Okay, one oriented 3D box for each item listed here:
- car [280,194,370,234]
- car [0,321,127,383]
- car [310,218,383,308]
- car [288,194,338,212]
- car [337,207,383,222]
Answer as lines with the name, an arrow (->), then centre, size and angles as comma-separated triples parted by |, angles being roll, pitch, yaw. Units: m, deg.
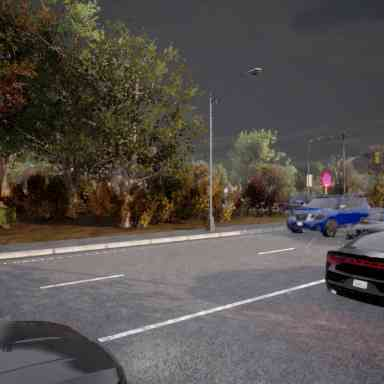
car -> 7.575, 1.221, 18.051 | 5.566, 2.045, 2.150 | 0, 0, -36
car -> -2.729, 1.505, 1.790 | 4.892, 1.490, 1.837 | 0, 0, -36
car -> 4.986, 1.478, 7.329 | 5.008, 1.535, 1.882 | 0, 0, -36
car -> 14.662, 1.221, 40.649 | 2.150, 2.045, 5.566 | 0, 0, -31
car -> 8.509, 1.564, 14.413 | 4.181, 1.385, 1.994 | 0, 0, -36
